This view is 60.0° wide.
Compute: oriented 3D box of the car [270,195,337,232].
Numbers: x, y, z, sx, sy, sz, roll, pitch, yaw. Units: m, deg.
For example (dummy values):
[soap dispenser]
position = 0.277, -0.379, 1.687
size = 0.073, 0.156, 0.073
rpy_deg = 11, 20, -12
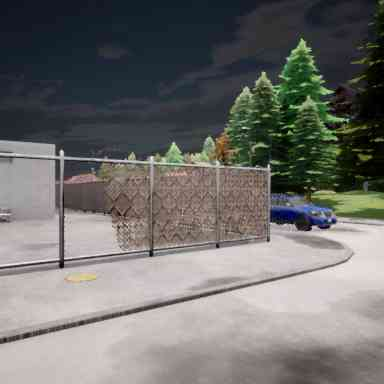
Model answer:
[car]
position = 6.027, 1.221, 20.664
size = 2.150, 2.045, 5.566
rpy_deg = 0, 0, -35
